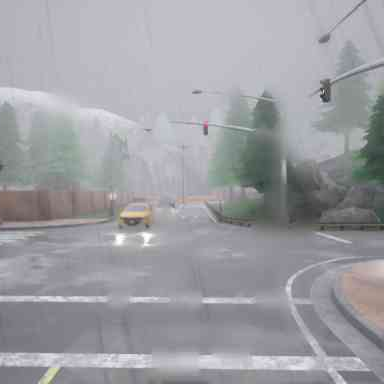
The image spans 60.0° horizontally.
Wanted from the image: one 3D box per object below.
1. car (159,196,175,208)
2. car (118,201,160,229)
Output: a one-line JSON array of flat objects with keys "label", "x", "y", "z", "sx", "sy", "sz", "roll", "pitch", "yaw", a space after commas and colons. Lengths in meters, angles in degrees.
[{"label": "car", "x": -3.493, "y": 1.333, "z": 46.749, "sx": 2.097, "sy": 1.767, "sz": 4.553, "roll": 0, "pitch": 0, "yaw": 0}, {"label": "car", "x": -3.496, "y": 1.479, "z": 21.851, "sx": 1.882, "sy": 1.535, "sz": 5.008, "roll": 0, "pitch": 0, "yaw": 0}]
